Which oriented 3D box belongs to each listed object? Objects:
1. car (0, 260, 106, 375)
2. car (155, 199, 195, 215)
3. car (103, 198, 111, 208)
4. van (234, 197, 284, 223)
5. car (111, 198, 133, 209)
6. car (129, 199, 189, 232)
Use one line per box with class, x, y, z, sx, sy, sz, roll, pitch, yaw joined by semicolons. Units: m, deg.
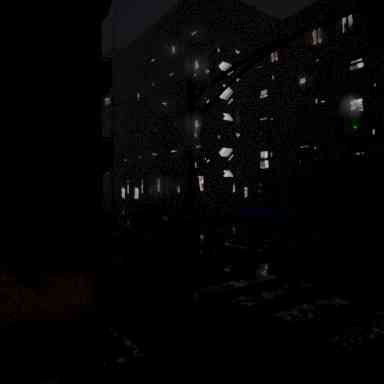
car;-3.551;1.526;4.032;4.829;1.417;1.752;0;0;-36
car;-1.827;1.444;34.241;1.752;1.417;4.829;0;0;-36
car;-11.715;1.458;47.840;1.887;1.381;4.507;-1;0;-36
van;4.932;1.275;24.945;1.690;1.788;3.998;0;0;-36
car;-8.386;1.458;43.261;1.887;1.381;4.507;-1;0;-36
car;-1.857;1.438;20.033;1.967;1.590;4.097;0;0;-36
